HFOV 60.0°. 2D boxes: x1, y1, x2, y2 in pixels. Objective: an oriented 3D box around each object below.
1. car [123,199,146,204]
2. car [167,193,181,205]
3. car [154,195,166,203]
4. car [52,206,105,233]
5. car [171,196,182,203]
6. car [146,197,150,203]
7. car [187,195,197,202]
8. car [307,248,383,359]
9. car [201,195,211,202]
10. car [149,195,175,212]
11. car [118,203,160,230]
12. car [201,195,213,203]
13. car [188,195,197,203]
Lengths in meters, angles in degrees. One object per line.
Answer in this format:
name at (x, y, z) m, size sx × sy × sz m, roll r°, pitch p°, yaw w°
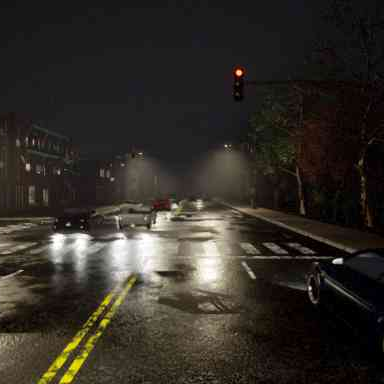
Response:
car at (-6.608, 1.590, 36.499) m, size 1.895 × 1.301 × 4.718 m, roll 0°, pitch 0°, yaw 0°
car at (-3.353, 1.203, 56.676) m, size 2.150 × 2.045 × 5.566 m, roll 0°, pitch 0°, yaw 0°
car at (-6.526, 1.467, 68.122) m, size 2.128 × 1.511 × 4.902 m, roll 0°, pitch 0°, yaw 0°
car at (-6.604, 1.560, 19.728) m, size 1.994 × 1.385 × 4.181 m, roll 0°, pitch 0°, yaw 0°
car at (-3.265, 1.499, 71.970) m, size 2.033 × 1.411 × 5.357 m, roll 0°, pitch 0°, yaw 0°
car at (-6.601, 1.546, 52.976) m, size 1.994 × 1.385 × 4.181 m, roll 0°, pitch 0°, yaw 0°
car at (-0.017, 1.494, 79.758) m, size 2.128 × 1.511 × 4.902 m, roll 0°, pitch 0°, yaw 0°
car at (3.337, 1.563, 5.254) m, size 1.994 × 1.385 × 4.181 m, roll 0°, pitch 0°, yaw 1°
car at (3.231, 1.509, 78.533) m, size 2.033 × 1.411 × 5.357 m, roll 0°, pitch 0°, yaw 0°
car at (-3.351, 1.466, 37.999) m, size 1.882 × 1.535 × 5.008 m, roll 0°, pitch 0°, yaw 0°
car at (-3.353, 1.596, 21.078) m, size 1.895 × 1.301 × 4.718 m, roll 0°, pitch 0°, yaw 0°
car at (3.337, 1.467, 68.349) m, size 2.128 × 1.511 × 4.902 m, roll 0°, pitch 0°, yaw 0°
car at (0.086, 1.500, 69.677) m, size 1.812 × 1.442 × 4.674 m, roll 0°, pitch 0°, yaw 0°
